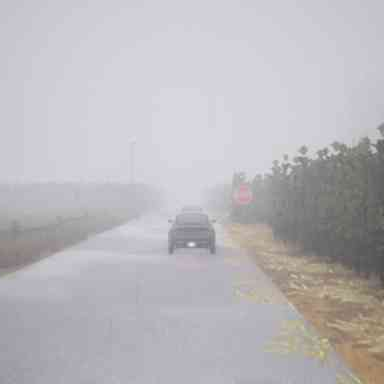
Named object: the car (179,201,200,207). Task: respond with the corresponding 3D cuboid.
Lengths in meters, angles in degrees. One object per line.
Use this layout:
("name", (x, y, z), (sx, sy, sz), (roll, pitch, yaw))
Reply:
("car", (-0.006, 1.765, 29.090), (1.895, 1.301, 4.718), (0, 0, 0))

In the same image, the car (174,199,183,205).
("car", (-3.125, 2.366, 78.486), (1.837, 1.490, 4.892), (0, -2, 0))

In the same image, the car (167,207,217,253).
("car", (0.000, 1.613, 14.287), (1.837, 1.490, 4.892), (0, 0, 0))

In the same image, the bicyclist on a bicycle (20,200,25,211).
("bicyclist on a bicycle", (-21.438, 1.844, 42.252), (0.582, 1.620, 1.656), (0, 0, 0))
